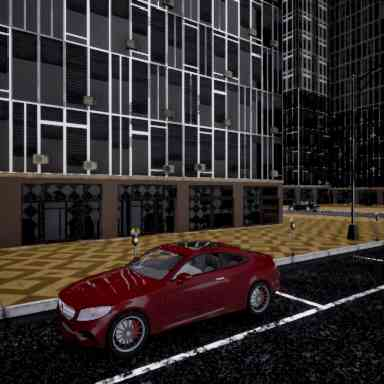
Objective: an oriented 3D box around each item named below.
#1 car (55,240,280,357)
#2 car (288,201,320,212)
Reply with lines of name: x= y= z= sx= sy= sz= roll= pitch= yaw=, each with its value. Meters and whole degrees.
car: x=-0.186 y=1.582 z=5.969 sx=4.206 sy=1.307 sz=1.802 roll=0 pitch=0 yaw=-36
car: x=15.183 y=1.899 z=45.317 sx=2.008 sy=1.369 sz=4.403 roll=-1 pitch=0 yaw=-36
